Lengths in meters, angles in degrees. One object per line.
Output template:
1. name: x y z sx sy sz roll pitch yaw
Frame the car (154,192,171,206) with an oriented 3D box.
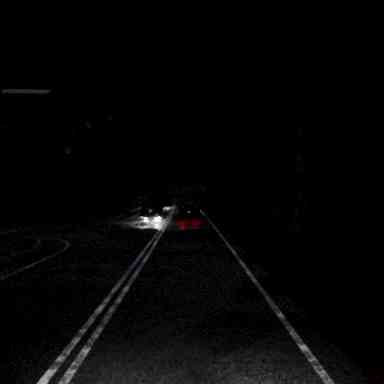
1. car: -4.343 1.032 49.580 2.150 2.045 5.566 0 1 -2

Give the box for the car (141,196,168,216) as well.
1. car: -3.799 1.448 32.374 2.128 1.511 4.902 0 0 -1

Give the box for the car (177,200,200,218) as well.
1. car: -0.300 1.458 30.342 2.128 1.511 4.902 0 0 -1
